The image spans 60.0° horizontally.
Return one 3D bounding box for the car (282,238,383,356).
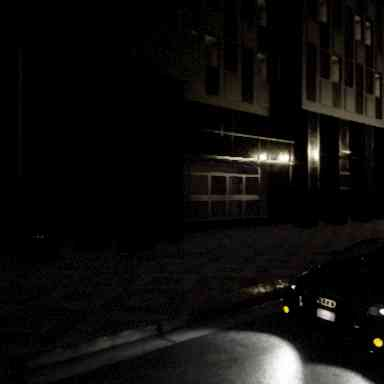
[{"bbox_3d":[3.537,1.566,5.869,4.181,1.385,1.994,0,0,-35],"label":"car"}]
